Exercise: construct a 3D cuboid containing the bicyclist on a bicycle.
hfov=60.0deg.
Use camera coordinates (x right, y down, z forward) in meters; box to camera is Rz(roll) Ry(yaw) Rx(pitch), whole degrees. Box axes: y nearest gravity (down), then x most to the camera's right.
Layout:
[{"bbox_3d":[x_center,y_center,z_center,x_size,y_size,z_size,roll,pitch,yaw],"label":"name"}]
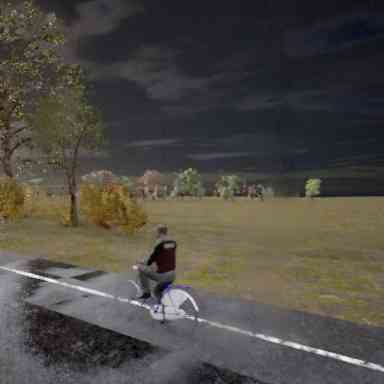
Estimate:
[{"bbox_3d":[-0.670,1.408,5.552,1.843,1.776,0.659,0,0,36],"label":"bicyclist on a bicycle"}]
